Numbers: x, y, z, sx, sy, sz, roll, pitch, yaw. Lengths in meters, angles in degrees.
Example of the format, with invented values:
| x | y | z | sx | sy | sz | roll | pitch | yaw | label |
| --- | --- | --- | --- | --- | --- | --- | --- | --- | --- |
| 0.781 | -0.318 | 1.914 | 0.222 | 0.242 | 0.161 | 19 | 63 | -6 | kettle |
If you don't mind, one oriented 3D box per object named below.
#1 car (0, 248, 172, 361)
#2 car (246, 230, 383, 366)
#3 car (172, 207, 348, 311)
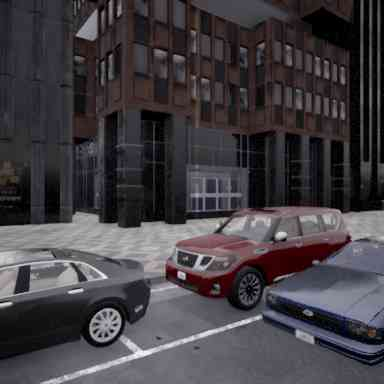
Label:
| x | y | z | sx | sy | sz | roll | pitch | yaw | label |
| --- | --- | --- | --- | --- | --- | --- | --- | --- | --- |
| -2.722 | 1.551 | 4.705 | 4.403 | 1.369 | 2.008 | 0 | 0 | -35 | car |
| 3.674 | 1.546 | 5.992 | 5.357 | 1.411 | 2.033 | 0 | 0 | -35 | car |
| 1.846 | 1.314 | 7.960 | 5.009 | 1.841 | 2.192 | 0 | 0 | -35 | car |
